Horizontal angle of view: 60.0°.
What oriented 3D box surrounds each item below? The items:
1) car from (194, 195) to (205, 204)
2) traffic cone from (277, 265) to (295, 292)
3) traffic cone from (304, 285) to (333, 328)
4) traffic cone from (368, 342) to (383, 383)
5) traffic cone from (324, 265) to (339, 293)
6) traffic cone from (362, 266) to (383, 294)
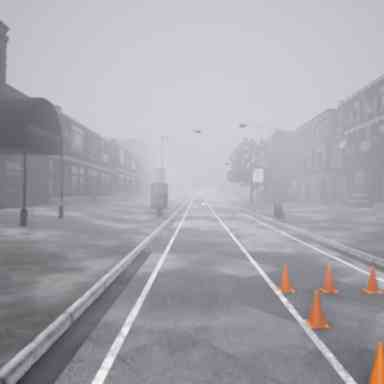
[{"bbox_3d":[1.338,1.387,62.673,1.812,1.442,4.674,1,1,1],"label":"car"},{"bbox_3d":[2.178,1.986,7.731,0.340,0.580,0.340,1,0,1],"label":"traffic cone"},{"bbox_3d":[2.146,1.984,5.732,0.340,0.580,0.340,1,0,1],"label":"traffic cone"},{"bbox_3d":[2.114,1.981,3.732,0.340,0.580,0.340,1,0,1],"label":"traffic cone"},{"bbox_3d":[3.178,1.997,7.715,0.340,0.580,0.340,1,0,1],"label":"traffic cone"},{"bbox_3d":[4.178,2.007,7.699,0.340,0.580,0.340,1,0,1],"label":"traffic cone"}]
